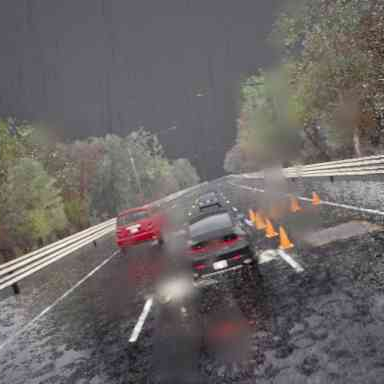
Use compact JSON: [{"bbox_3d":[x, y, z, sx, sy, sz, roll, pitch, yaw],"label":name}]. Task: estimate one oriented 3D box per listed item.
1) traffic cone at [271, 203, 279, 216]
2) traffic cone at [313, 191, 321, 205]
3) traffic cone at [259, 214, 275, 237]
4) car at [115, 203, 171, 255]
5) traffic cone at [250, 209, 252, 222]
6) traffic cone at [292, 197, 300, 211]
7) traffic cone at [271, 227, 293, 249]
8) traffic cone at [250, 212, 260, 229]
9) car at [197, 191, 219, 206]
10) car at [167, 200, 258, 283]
[{"bbox_3d":[3.747,0.798,15.357,0.340,0.580,0.340,-16,1,2],"label":"traffic cone"},{"bbox_3d":[5.672,0.258,15.276,0.340,0.580,0.340,-16,1,2],"label":"traffic cone"},{"bbox_3d":[2.653,1.198,11.402,0.340,0.580,0.340,-16,1,2],"label":"traffic cone"},{"bbox_3d":[-2.522,1.746,17.750,2.150,2.045,5.566,-16,1,2],"label":"car"},{"bbox_3d":[2.786,1.068,15.398,0.340,0.580,0.340,-16,1,2],"label":"traffic cone"},{"bbox_3d":[4.709,0.528,15.317,0.340,0.580,0.340,-16,1,2],"label":"traffic cone"},{"bbox_3d":[2.587,1.262,9.405,0.340,0.580,0.340,-16,1,2],"label":"traffic cone"},{"bbox_3d":[2.719,1.133,13.400,0.340,0.580,0.340,-16,1,2],"label":"traffic cone"},{"bbox_3d":[1.396,0.728,28.626,2.033,1.411,5.357,-16,1,3],"label":"car"},{"bbox_3d":[0.649,1.328,9.908,1.837,1.490,4.892,-16,1,2],"label":"car"}]
